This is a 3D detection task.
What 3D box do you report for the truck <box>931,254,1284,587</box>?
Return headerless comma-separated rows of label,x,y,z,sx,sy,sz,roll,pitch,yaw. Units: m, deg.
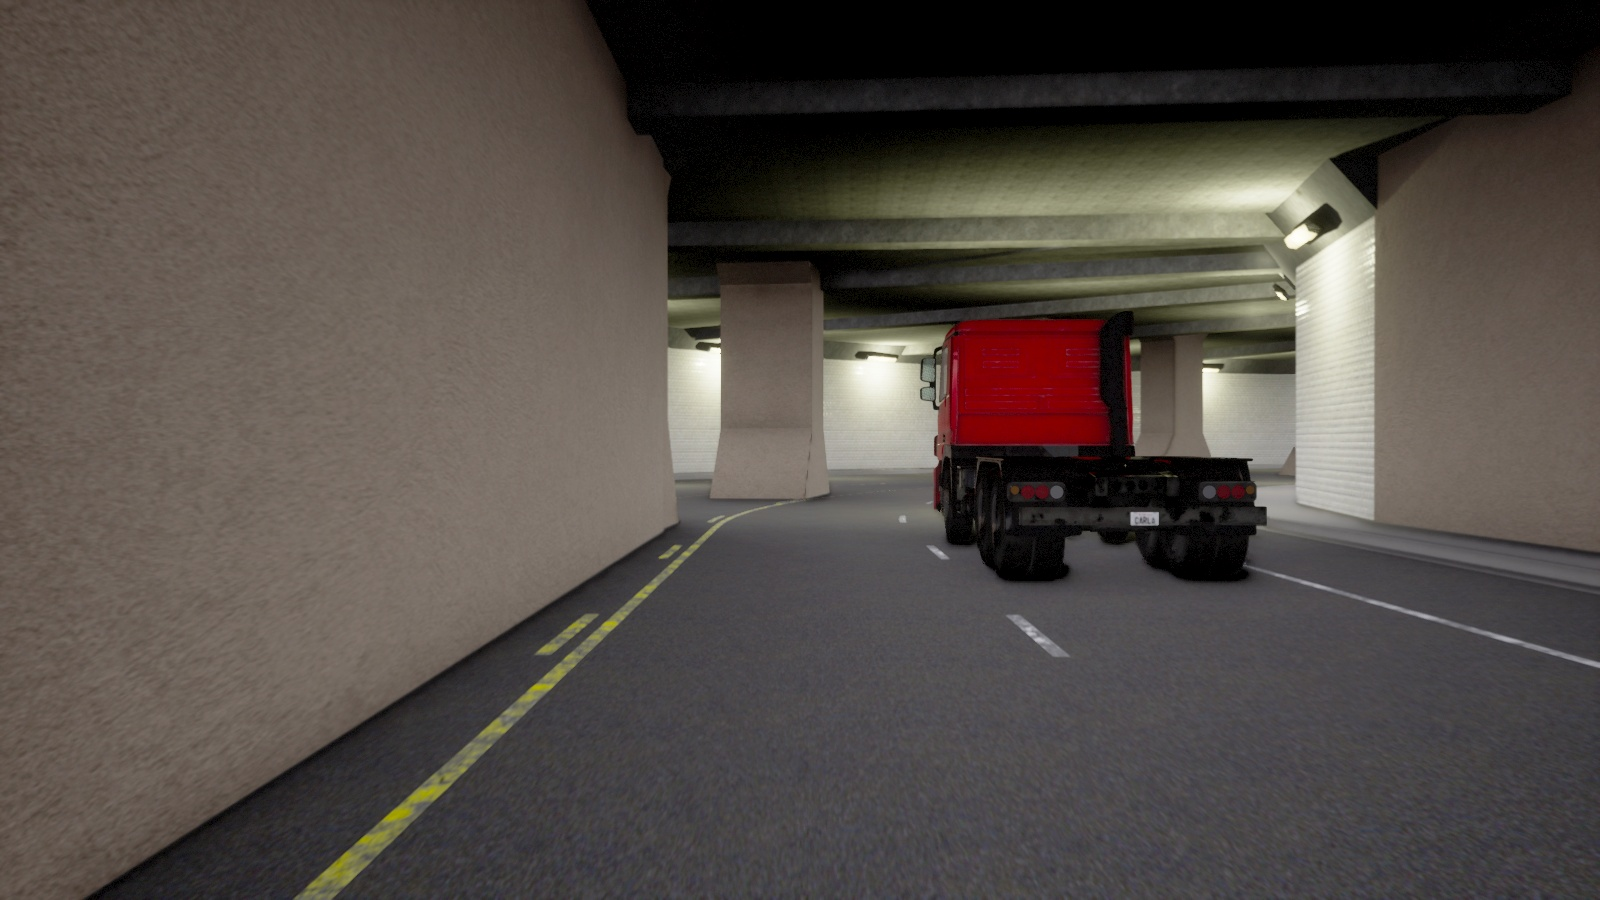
truck,3.614,-0.328,17.048,2.891,3.462,7.936,0,0,0
